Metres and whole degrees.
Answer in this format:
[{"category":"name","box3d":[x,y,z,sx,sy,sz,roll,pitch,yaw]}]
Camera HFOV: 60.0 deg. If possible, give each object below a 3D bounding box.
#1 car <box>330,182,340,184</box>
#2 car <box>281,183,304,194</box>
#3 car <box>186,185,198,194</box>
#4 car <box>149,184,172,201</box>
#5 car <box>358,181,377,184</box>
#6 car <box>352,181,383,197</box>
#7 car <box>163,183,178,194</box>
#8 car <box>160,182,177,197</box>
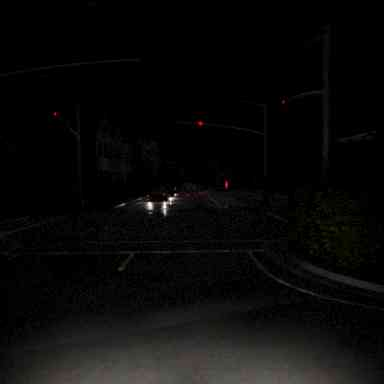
[{"category":"car","box3d":[25.363,-1.019,59.416,2.152,1.636,5.027,-1,2,0]},{"category":"car","box3d":[15.317,-0.507,52.014,2.007,1.523,4.514,-1,2,0]},{"category":"car","box3d":[-0.012,-0.455,56.859,1.812,1.442,4.674,-1,2,0]},{"category":"car","box3d":[-3.682,0.185,37.728,1.882,1.535,5.008,-1,2,0]},{"category":"car","box3d":[19.046,-0.169,34.152,1.905,1.878,3.866,-1,2,0]},{"category":"car","box3d":[22.299,-0.453,42.029,1.932,1.855,4.605,-1,2,0]},{"category":"car","box3d":[-3.671,-0.609,57.534,2.097,1.767,4.553,-1,2,0]},{"category":"car","box3d":[-3.694,-0.405,47.644,2.150,2.045,5.566,-1,2,0]}]
